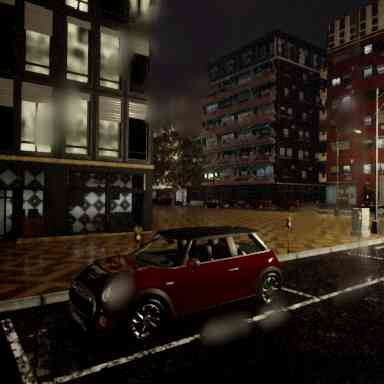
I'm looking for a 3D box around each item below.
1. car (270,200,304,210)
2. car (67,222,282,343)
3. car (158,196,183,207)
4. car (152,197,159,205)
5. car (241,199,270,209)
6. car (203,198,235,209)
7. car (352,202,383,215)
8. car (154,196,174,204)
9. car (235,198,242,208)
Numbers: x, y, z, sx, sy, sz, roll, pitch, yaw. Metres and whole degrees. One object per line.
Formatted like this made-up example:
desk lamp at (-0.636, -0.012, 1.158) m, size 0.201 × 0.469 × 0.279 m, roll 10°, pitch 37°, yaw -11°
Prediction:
car at (13.433, 1.806, 45.988) m, size 1.802 × 1.307 × 4.206 m, roll 1°, pitch -1°, yaw -35°
car at (-0.200, 1.441, 6.395) m, size 4.097 × 1.590 × 1.967 m, roll 0°, pitch 1°, yaw -35°
car at (-3.217, 1.733, 55.076) m, size 1.887 × 1.381 × 4.507 m, roll 1°, pitch -1°, yaw -35°
car at (-6.482, 1.763, 59.712) m, size 1.887 × 1.381 × 4.507 m, roll 1°, pitch -1°, yaw -35°
car at (10.168, 1.799, 50.625) m, size 1.887 × 1.381 × 4.507 m, roll 1°, pitch -1°, yaw -35°
car at (3.314, 1.677, 45.803) m, size 2.008 × 1.369 × 4.403 m, roll 1°, pitch -1°, yaw -35°
car at (19.964, 1.729, 36.716) m, size 1.947 × 1.339 × 4.313 m, roll 1°, pitch -1°, yaw -35°
car at (-6.158, 1.724, 73.807) m, size 2.192 × 1.841 × 5.009 m, roll 1°, pitch -1°, yaw -35°
car at (6.903, 1.725, 55.261) m, size 1.967 × 1.590 × 4.097 m, roll 1°, pitch -1°, yaw -35°
